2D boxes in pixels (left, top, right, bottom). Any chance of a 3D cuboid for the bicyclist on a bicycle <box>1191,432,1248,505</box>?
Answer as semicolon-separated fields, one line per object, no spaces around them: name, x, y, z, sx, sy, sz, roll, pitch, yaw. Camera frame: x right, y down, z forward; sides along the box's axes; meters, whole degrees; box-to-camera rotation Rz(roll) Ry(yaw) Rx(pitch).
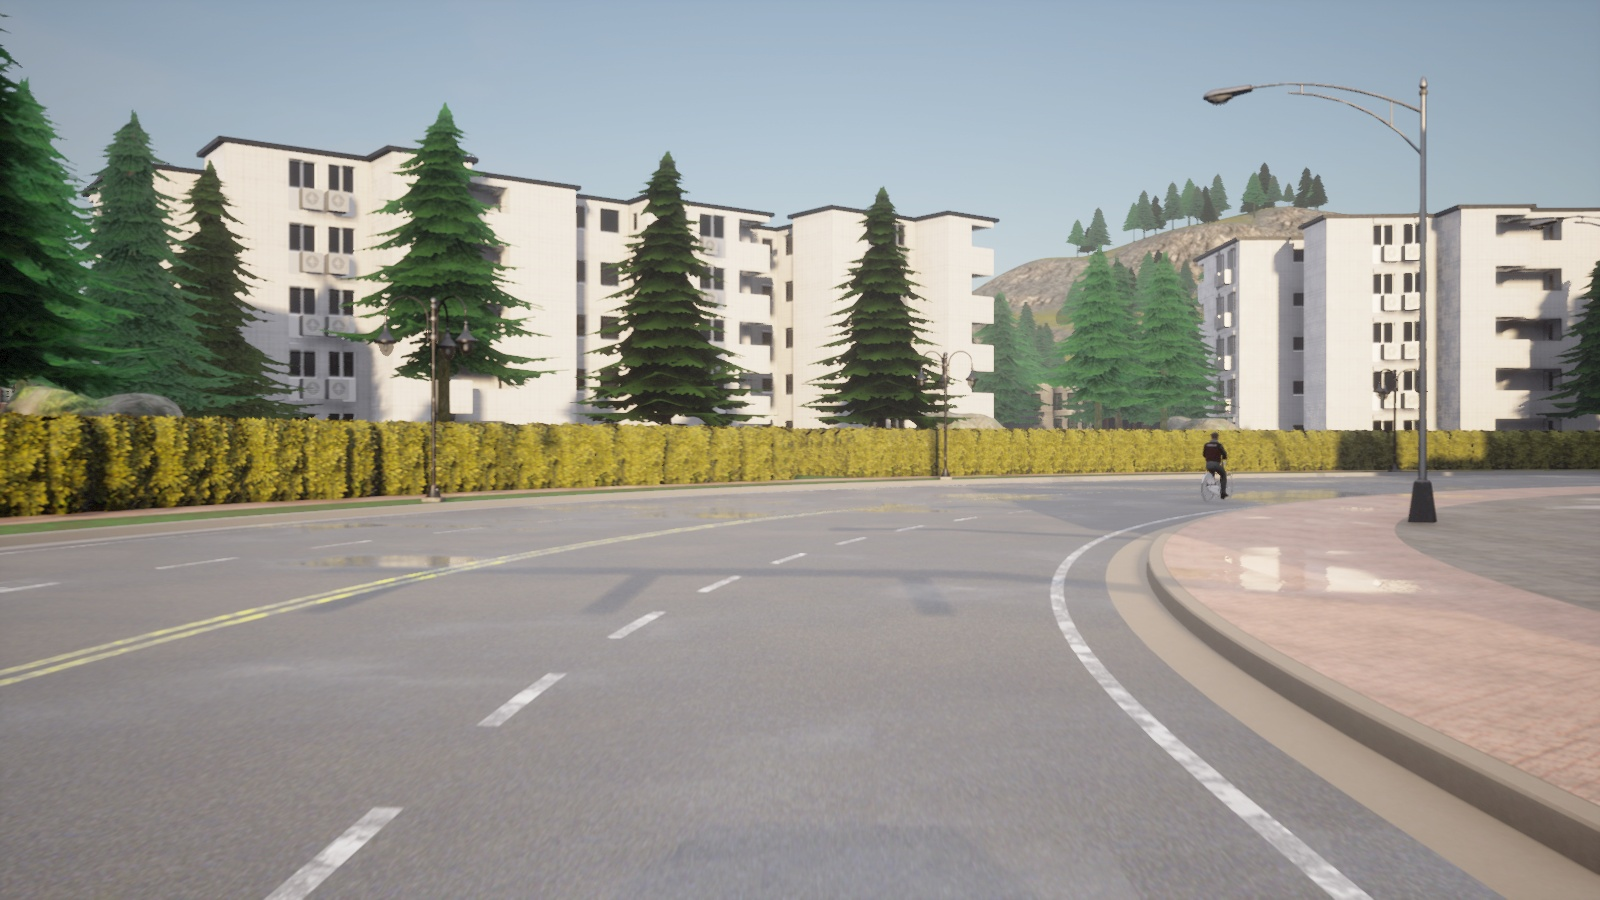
bicyclist on a bicycle;10.552;0.448;31.555;0.659;1.776;1.843;1;1;42
